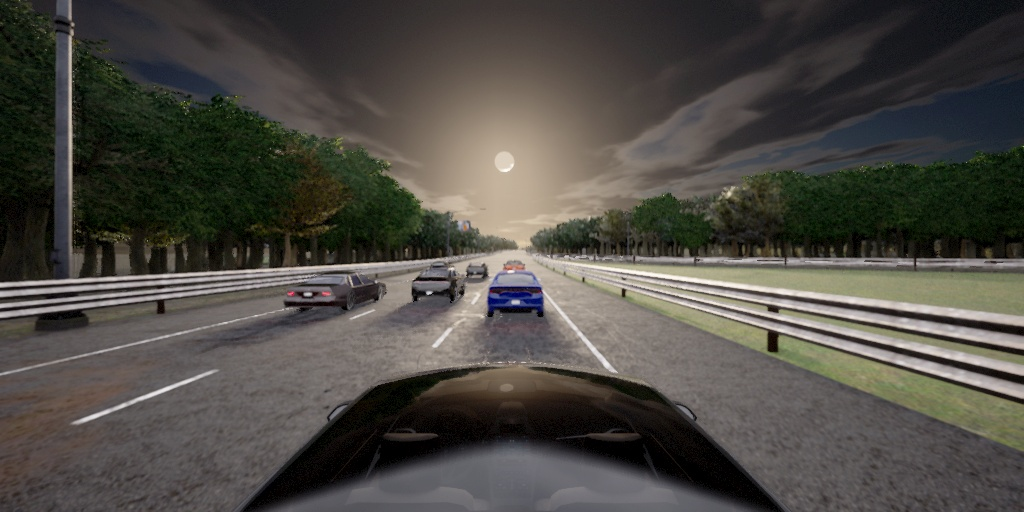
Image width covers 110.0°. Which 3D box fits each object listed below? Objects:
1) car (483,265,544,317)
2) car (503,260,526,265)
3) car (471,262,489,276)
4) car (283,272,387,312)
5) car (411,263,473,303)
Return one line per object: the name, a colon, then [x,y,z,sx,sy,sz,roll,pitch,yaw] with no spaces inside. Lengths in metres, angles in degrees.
car: [0.130,1.275,13.577,1.882,1.535,5.008,0,0,0]
car: [0.214,1.154,34.154,2.097,1.767,4.553,0,0,0]
car: [-3.285,1.294,34.398,2.128,1.511,4.902,0,0,0]
car: [-6.861,1.346,14.597,2.033,1.411,5.357,0,0,0]
car: [-3.352,1.293,17.035,2.128,1.511,4.902,0,0,0]
